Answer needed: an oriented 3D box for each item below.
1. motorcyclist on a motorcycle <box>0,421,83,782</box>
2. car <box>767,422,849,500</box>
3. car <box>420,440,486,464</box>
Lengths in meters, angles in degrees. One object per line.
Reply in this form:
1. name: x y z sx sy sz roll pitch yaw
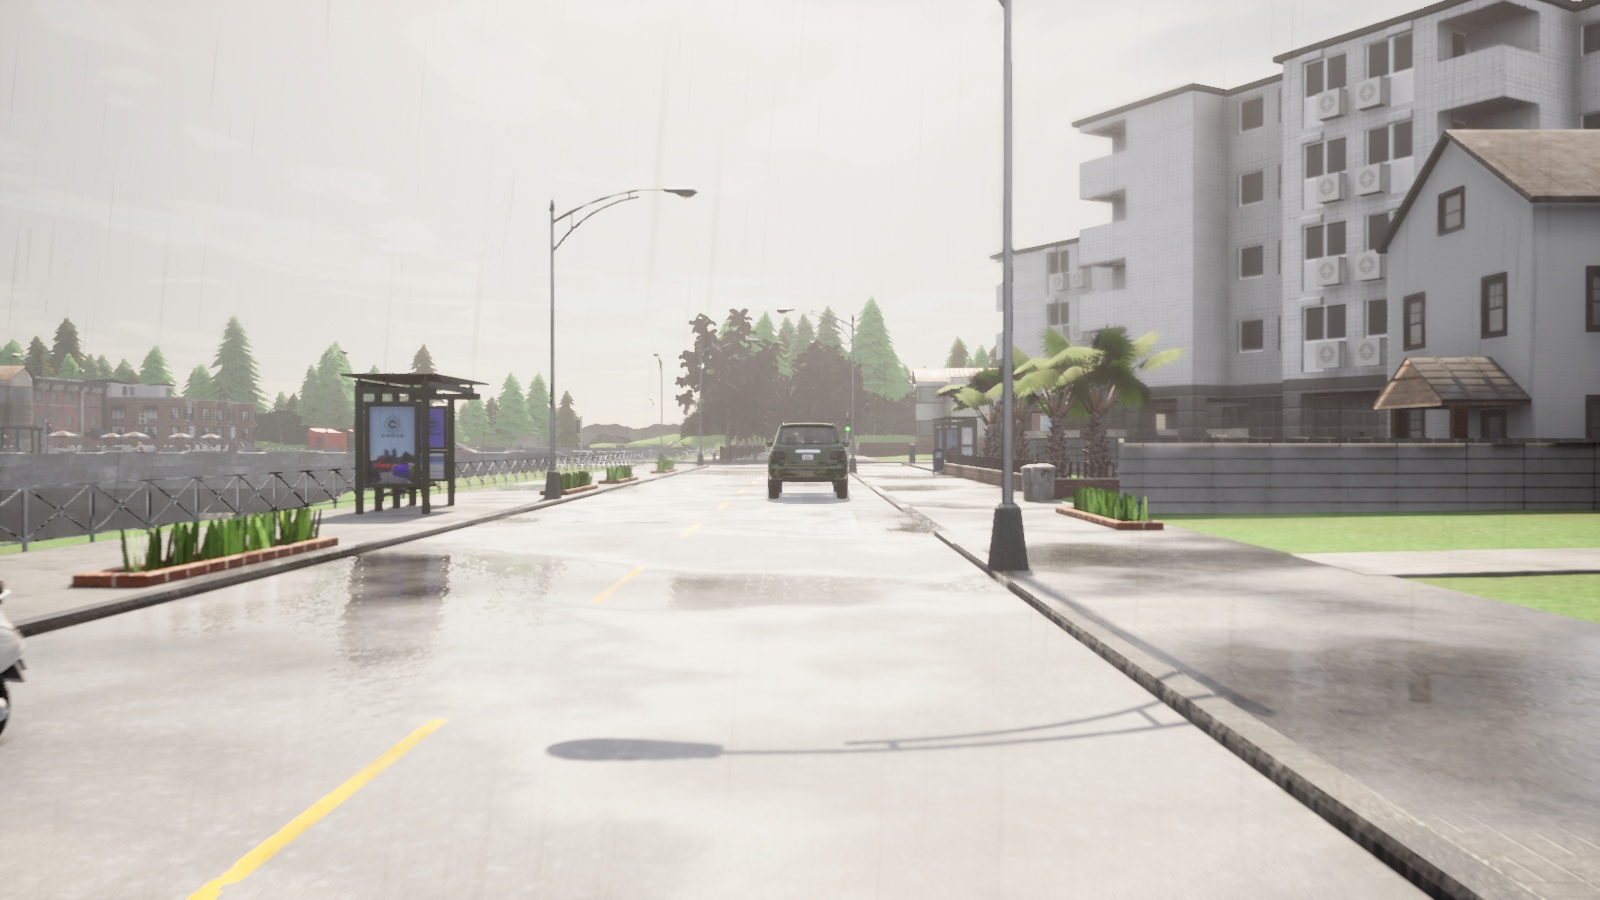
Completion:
1. motorcyclist on a motorcycle: -3.955 0.667 5.246 0.866 1.590 1.817 0 0 0
2. car: 0.220 0.265 35.522 2.150 2.045 5.566 0 0 0
3. car: -23.553 0.145 85.378 3.988 1.617 1.851 0 0 0
